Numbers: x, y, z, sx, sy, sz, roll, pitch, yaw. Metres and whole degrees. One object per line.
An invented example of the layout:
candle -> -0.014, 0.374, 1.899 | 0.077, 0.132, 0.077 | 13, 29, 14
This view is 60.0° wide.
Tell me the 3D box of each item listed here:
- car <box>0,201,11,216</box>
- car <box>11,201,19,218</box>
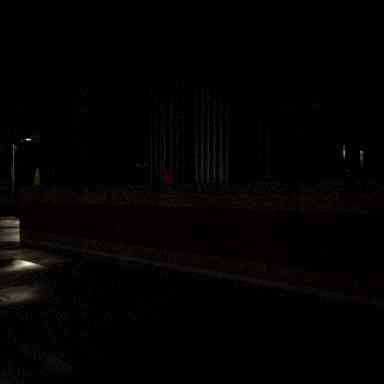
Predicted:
car -> -16.375, 1.547, 29.061 | 2.128, 1.511, 4.902 | 0, 0, 37
car -> -12.217, 1.603, 28.783 | 2.033, 1.411, 5.357 | 0, 0, 37
